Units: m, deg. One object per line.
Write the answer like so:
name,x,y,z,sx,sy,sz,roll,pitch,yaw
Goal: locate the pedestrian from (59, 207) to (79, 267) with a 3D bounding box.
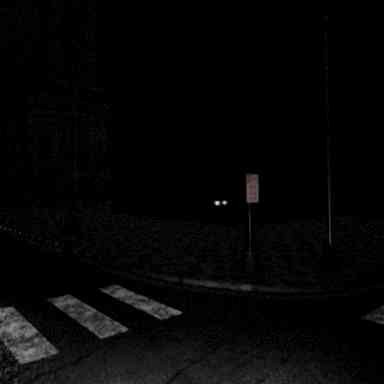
pedestrian,-3.570,1.286,9.794,0.375,1.860,0.375,1,-2,-42
